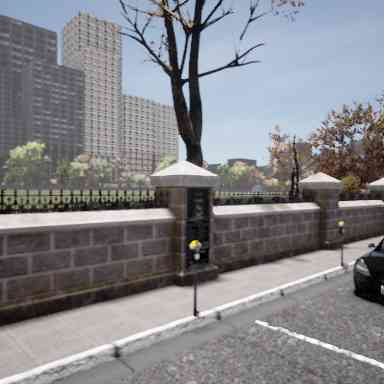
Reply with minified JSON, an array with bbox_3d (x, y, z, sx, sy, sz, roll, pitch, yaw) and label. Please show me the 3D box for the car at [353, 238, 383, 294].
[{"bbox_3d":[5.483,1.582,7.983,4.313,1.339,1.947,0,0,-42],"label":"car"}]
